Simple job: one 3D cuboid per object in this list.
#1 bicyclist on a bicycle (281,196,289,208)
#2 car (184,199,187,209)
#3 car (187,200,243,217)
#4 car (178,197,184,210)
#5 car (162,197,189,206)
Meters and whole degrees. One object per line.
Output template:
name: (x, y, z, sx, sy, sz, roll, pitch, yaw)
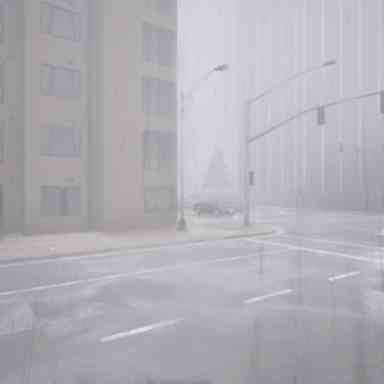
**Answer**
bicyclist on a bicycle: (12.177, 1.310, 43.574, 1.656, 1.620, 0.582, 0, 0, -35)
car: (-1.593, 1.497, 42.399, 2.128, 1.511, 4.902, 0, 0, -35)
car: (2.047, 1.496, 31.034, 2.128, 1.511, 4.902, 0, 0, -35)
car: (-3.375, 1.482, 38.828, 1.882, 1.535, 5.008, 0, 0, -35)
car: (-2.811, 1.554, 56.530, 2.033, 1.411, 5.357, 0, 0, -35)
